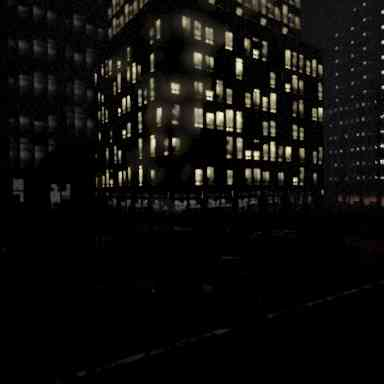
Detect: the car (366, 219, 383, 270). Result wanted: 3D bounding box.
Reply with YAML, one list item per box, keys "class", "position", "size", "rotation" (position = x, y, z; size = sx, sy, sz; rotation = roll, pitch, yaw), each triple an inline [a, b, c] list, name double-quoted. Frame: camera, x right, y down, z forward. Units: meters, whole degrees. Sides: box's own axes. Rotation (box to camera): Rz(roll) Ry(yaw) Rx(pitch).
- class: "car"
  position: [6.533, 1.635, 11.233]
  size: [4.829, 1.417, 1.752]
  rotation: [1, -1, -35]

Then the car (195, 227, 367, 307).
- class: "car"
  position: [2.093, 1.625, 8.066]
  size: [4.313, 1.339, 1.947]
  rotation: [1, -1, -35]
